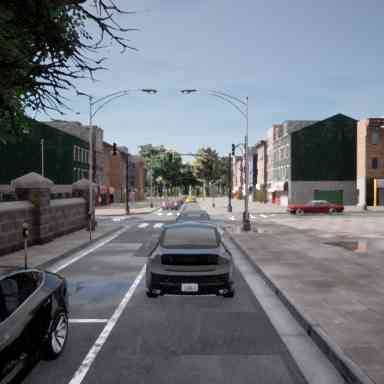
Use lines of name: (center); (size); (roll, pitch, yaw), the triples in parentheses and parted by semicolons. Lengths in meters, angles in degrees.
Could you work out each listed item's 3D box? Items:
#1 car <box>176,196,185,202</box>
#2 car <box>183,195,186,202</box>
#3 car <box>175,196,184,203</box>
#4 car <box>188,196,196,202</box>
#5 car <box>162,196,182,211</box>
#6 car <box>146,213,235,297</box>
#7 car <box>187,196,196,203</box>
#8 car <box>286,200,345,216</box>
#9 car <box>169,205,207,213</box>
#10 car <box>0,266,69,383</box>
car: (-2.691, 1.690, 79.600); (1.947, 1.339, 4.313); (-1, 0, 0)
car: (-2.682, 1.628, 63.296); (1.887, 1.381, 4.507); (-1, 0, 0)
car: (-2.688, 1.655, 74.165); (1.887, 1.381, 4.507); (-1, 0, 0)
car: (-0.046, 1.671, 82.145); (2.033, 1.411, 5.357); (0, 0, 0)
car: (-2.670, 1.478, 41.557); (1.967, 1.590, 4.097); (-1, 0, 0)
car: (-0.027, 1.505, 8.529); (1.837, 1.490, 4.892); (0, 0, 0)
car: (-0.029, 1.582, 71.711); (1.882, 1.535, 5.008); (0, 0, 0)
car: (10.941, 1.428, 29.835); (4.718, 1.301, 1.895); (-1, 1, 0)
car: (0.091, 1.552, 15.977); (2.033, 1.411, 5.357); (0, 0, 0)
car: (-2.646, 1.565, 3.237); (1.947, 1.339, 4.313); (-1, 0, 0)
